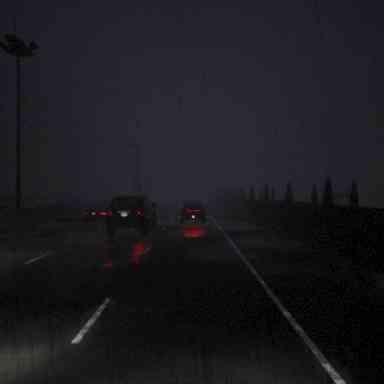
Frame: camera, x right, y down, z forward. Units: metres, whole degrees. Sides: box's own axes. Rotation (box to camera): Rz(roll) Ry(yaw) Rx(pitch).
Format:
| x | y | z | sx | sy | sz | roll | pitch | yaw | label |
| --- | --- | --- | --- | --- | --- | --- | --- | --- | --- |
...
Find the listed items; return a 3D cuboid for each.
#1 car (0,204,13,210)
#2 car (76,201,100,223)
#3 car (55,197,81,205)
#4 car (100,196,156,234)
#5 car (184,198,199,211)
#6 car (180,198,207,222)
| x | y | z | sx | sy | sz | roll | pitch | yaw | label |
| --- | --- | --- | --- | --- | --- | --- | --- | --- | --- |
| -14.091 | 1.539 | 23.069 | 1.812 | 1.442 | 4.674 | 0 | 0 | 0 | car |
| -6.901 | 1.563 | 25.855 | 2.033 | 1.411 | 5.357 | 0 | 0 | 0 | car |
| -17.918 | 1.577 | 49.287 | 2.033 | 1.411 | 5.357 | 0 | 0 | -1 | car |
| -3.400 | 1.233 | 19.389 | 2.150 | 2.045 | 5.566 | 0 | 0 | 0 | car |
| -0.130 | 1.551 | 42.376 | 1.812 | 1.442 | 4.674 | 0 | 0 | -1 | car |
| 0.097 | 1.521 | 26.308 | 1.837 | 1.490 | 4.892 | 0 | 0 | 0 | car |
